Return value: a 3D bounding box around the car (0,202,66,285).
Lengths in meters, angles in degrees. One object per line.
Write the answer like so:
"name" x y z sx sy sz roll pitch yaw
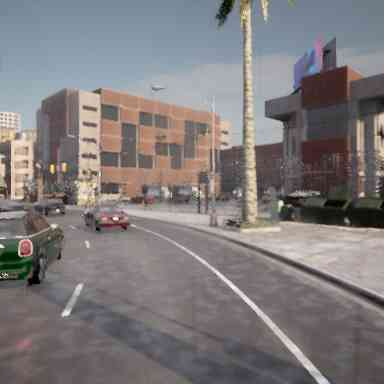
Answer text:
"car" -4.975 1.327 9.330 2.097 1.767 4.553 0 0 -13

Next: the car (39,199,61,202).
"car" -13.654 1.406 31.694 1.837 1.490 4.892 0 0 -41

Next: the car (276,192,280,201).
"car" 12.073 1.099 48.401 2.002 1.452 4.674 -1 0 -44

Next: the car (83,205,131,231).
"car" -5.234 1.467 20.049 2.033 1.411 5.357 0 0 -27

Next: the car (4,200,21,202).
"car" -15.513 1.453 28.580 1.812 1.442 4.674 -1 0 -41

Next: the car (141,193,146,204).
"car" -7.784 1.015 52.499 2.185 1.767 4.553 -1 0 -44
